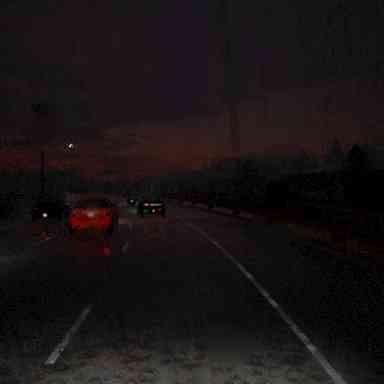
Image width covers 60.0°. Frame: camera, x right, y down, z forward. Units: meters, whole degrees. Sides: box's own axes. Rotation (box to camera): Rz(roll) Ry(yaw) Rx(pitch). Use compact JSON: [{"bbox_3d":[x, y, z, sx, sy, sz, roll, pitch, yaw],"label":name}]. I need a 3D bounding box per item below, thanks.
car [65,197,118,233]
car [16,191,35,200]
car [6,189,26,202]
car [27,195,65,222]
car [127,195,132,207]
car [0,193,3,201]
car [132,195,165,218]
[{"bbox_3d":[-5.191,1.088,18.033,2.097,1.767,4.553,0,1,-9],"label":"car"},{"bbox_3d":[-23.571,0.925,48.310,1.994,1.385,4.181,0,1,-14],"label":"car"},{"bbox_3d":[-28.918,0.503,55.149,2.150,2.045,5.566,0,1,-14],"label":"car"},{"bbox_3d":[-9.868,1.177,23.460,1.837,1.490,4.892,0,1,-13],"label":"car"},{"bbox_3d":[-6.747,1.017,39.873,1.895,1.301,4.718,0,1,-14],"label":"car"},{"bbox_3d":[-32.050,0.674,53.275,2.097,1.767,4.553,0,1,-14],"label":"car"},{"bbox_3d":[-3.259,1.098,25.840,2.128,1.511,4.902,0,0,-13],"label":"car"}]
